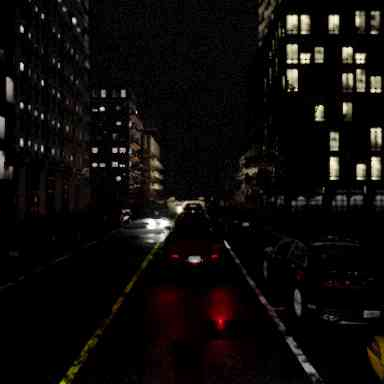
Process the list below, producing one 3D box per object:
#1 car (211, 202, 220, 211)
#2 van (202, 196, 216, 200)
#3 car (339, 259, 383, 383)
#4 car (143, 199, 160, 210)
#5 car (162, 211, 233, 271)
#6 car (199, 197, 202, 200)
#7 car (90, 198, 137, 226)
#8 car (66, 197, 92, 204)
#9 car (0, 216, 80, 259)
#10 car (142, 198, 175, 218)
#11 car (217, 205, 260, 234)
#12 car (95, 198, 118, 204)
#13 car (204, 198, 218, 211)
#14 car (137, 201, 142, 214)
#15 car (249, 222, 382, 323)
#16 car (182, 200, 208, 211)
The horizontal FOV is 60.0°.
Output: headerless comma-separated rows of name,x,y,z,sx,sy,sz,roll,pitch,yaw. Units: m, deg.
car,2.661,1.661,24.155,1.947,1.339,4.313,0,0,0
van,2.661,1.538,46.912,1.690,1.788,3.998,0,0,0
car,2.668,1.532,1.569,1.752,1.417,4.829,0,0,0
car,-5.687,1.762,46.936,1.947,1.339,4.313,0,0,0
car,0.083,1.567,10.882,1.812,1.442,4.674,0,0,0
car,2.692,1.955,91.867,1.752,1.417,4.829,0,0,0
car,-5.685,1.410,24.182,2.192,1.841,5.009,0,0,0
car,-22.959,1.754,67.709,4.829,1.417,1.752,0,-1,0
car,-5.686,1.615,12.802,1.947,1.339,4.313,0,0,0
car,-3.098,1.619,31.717,2.128,1.511,4.902,0,0,0
car,2.661,1.637,18.465,1.947,1.339,4.313,0,0,0
car,-17.466,1.821,67.722,4.206,1.307,1.802,0,-1,0
car,2.660,1.752,41.222,1.802,1.307,4.206,0,0,0
car,-5.687,1.690,35.559,1.887,1.381,4.507,0,0,0
car,2.663,1.578,7.088,2.008,1.369,4.403,0,0,0
car,0.096,1.666,29.676,2.033,1.411,5.357,0,0,0
